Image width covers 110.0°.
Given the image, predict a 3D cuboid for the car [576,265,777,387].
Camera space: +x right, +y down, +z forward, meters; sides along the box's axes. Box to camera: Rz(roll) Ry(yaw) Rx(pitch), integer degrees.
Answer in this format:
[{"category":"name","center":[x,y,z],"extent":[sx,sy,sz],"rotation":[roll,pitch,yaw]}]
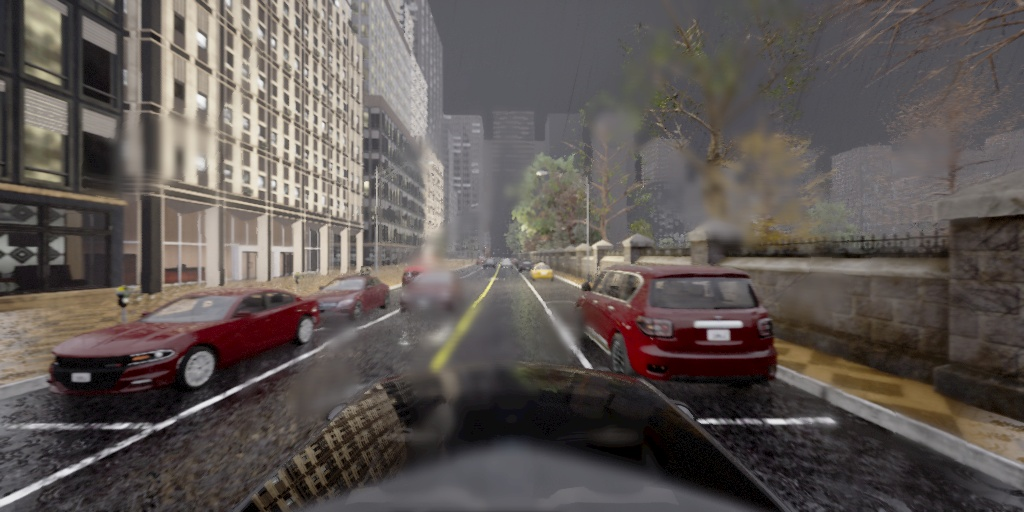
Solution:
[{"category":"car","center":[2.560,1.063,6.841],"extent":[2.192,1.841,5.009],"rotation":[0,0,0]}]

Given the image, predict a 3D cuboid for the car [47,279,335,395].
[{"category":"car","center":[-5.464,1.297,6.795],"extent":[1.888,1.381,4.507],"rotation":[0,0,0]}]

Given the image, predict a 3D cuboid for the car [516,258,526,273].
[{"category":"car","center":[1.765,1.262,43.583],"extent":[1.812,1.442,4.674],"rotation":[0,0,-1]}]

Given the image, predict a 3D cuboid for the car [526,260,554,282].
[{"category":"car","center":[2.366,1.269,29.202],"extent":[1.751,1.417,4.829],"rotation":[0,0,-1]}]

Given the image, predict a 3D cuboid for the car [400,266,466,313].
[{"category":"car","center":[-2.897,1.276,14.047],"extent":[1.812,1.442,4.674],"rotation":[0,0,0]}]

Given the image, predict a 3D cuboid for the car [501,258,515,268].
[{"category":"car","center":[-0.884,1.250,61.693],"extent":[1.812,1.442,4.674],"rotation":[0,0,-1]}]

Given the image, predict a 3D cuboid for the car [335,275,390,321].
[{"category":"car","center":[-5.490,1.333,12.344],"extent":[1.802,1.307,4.207],"rotation":[0,0,0]}]

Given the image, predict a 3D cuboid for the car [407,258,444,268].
[{"category":"car","center":[-5.584,1.064,23.439],"extent":[2.192,1.841,5.009],"rotation":[0,0,-1]}]

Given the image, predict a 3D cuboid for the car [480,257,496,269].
[{"category":"car","center":[-3.573,1.206,57.025],"extent":[1.882,1.535,5.008],"rotation":[0,0,-1]}]
